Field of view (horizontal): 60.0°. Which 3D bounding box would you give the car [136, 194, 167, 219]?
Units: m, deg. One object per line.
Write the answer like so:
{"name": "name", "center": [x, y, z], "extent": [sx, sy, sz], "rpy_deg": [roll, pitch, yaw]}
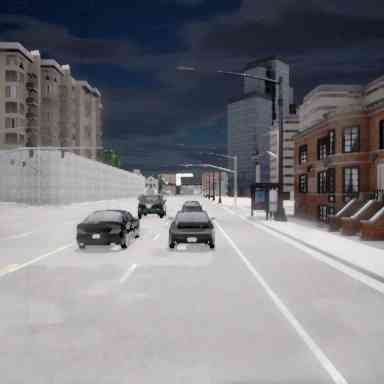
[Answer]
{"name": "car", "center": [-3.500, 1.256, 29.680], "extent": [2.150, 2.045, 5.566], "rpy_deg": [0, 0, 0]}

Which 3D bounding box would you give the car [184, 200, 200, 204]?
{"name": "car", "center": [0.000, 1.515, 29.650], "extent": [1.837, 1.490, 4.892], "rpy_deg": [0, 0, 0]}

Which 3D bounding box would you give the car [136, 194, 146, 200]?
{"name": "car", "center": [-14.000, 1.341, 91.524], "extent": [2.097, 1.767, 4.553], "rpy_deg": [0, 0, 0]}

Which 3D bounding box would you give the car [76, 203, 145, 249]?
{"name": "car", "center": [-3.500, 1.483, 14.650], "extent": [1.882, 1.535, 5.008], "rpy_deg": [0, 0, 0]}

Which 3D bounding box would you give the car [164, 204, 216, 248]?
{"name": "car", "center": [0.000, 1.514, 14.650], "extent": [1.837, 1.490, 4.892], "rpy_deg": [0, 0, 0]}
